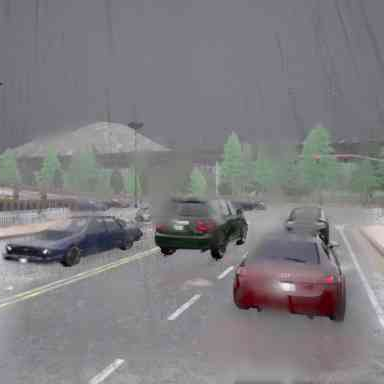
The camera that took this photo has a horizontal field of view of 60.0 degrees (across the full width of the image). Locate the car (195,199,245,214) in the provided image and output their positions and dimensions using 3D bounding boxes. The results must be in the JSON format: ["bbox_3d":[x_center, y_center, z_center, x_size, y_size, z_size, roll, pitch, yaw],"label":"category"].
[{"bbox_3d":[2.983,1.490,35.508,4.902,1.511,2.128,0,0,20],"label":"car"}]

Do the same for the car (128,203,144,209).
[{"bbox_3d":[-2.576,1.490,24.692,2.128,1.511,4.902,1,0,12],"label":"car"}]

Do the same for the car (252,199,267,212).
[{"bbox_3d":[6.255,1.350,38.057,4.553,1.767,2.097,0,0,20],"label":"car"}]

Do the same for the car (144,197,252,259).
[{"bbox_3d":[0.578,1.218,12.853,2.150,2.045,5.566,0,0,21],"label":"car"}]

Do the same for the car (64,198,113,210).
[{"bbox_3d":[-11.511,1.524,36.910,4.674,1.442,1.812,0,0,21],"label":"car"}]

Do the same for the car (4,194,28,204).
[{"bbox_3d":[-26.166,1.144,49.662,5.008,1.535,1.882,3,1,20],"label":"car"}]

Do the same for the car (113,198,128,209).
[{"bbox_3d":[-10.481,1.518,44.053,4.674,1.442,1.812,0,0,19],"label":"car"}]

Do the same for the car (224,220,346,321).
[{"bbox_3d":[2.271,1.564,7.472,1.994,1.385,4.181,0,0,21],"label":"car"}]

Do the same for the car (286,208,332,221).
[{"bbox_3d":[5.504,1.491,15.774,2.128,1.511,4.902,0,0,22],"label":"car"}]

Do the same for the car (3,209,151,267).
[{"bbox_3d":[-3.775,1.547,11.837,2.033,1.411,5.357,0,0,22],"label":"car"}]

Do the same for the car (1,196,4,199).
[{"bbox_3d":[-29.393,1.111,47.110,4.181,1.385,1.994,4,1,20],"label":"car"}]
